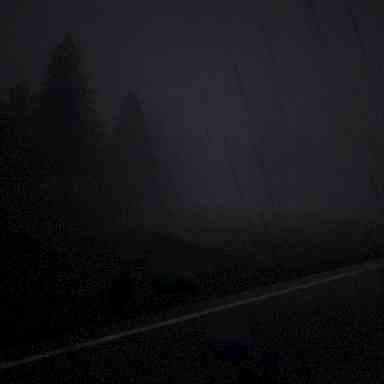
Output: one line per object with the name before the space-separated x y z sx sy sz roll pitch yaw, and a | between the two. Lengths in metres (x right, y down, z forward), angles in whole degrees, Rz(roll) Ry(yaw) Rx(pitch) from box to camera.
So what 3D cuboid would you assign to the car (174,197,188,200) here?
car | -1.568 1.586 55.401 2.128 1.511 4.902 0 0 -35
